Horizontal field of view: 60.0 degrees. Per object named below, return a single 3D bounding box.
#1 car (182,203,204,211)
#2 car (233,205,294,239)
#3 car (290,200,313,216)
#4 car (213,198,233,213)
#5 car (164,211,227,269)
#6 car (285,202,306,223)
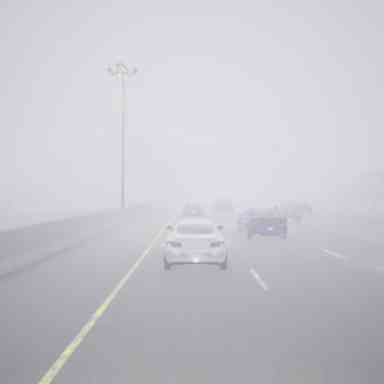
[{"bbox_3d":[0.105,1.669,30.749,1.994,1.385,4.181,0,0,0],"label":"car"},{"bbox_3d":[3.603,1.538,17.713,1.882,1.535,5.008,0,0,0],"label":"car"},{"bbox_3d":[10.608,1.620,33.562,1.837,1.490,4.892,0,0,0],"label":"car"},{"bbox_3d":[3.607,1.484,38.724,2.097,1.767,4.553,0,0,0],"label":"car"},{"bbox_3d":[0.102,1.564,11.126,1.812,1.442,4.674,0,0,0],"label":"car"},{"bbox_3d":[7.105,1.691,26.392,1.895,1.301,4.718,0,0,0],"label":"car"}]
